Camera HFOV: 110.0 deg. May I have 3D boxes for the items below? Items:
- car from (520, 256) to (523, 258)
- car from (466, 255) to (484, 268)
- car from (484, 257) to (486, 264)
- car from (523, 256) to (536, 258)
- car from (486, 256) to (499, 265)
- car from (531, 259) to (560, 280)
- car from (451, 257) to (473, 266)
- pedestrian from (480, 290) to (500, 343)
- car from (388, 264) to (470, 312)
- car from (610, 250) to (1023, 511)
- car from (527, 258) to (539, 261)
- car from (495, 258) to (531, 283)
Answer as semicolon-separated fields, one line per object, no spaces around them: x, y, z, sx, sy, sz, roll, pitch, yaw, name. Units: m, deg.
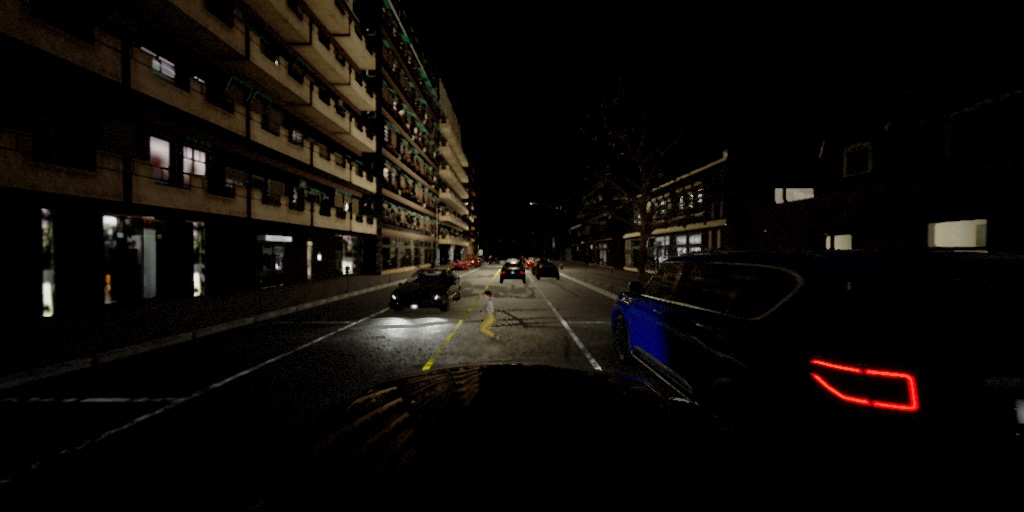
0.073;0.995;44.461;2.033;1.411;5.357;0;0;0;car
-5.688;0.723;50.648;2.192;1.841;5.009;0;0;0;car
-5.688;0.812;56.345;1.967;1.591;4.097;0;0;0;car
2.692;0.885;44.947;1.967;1.591;4.097;0;0;0;car
-3.002;0.848;62.171;1.837;1.490;4.892;0;0;0;car
2.691;1.140;27.859;1.802;1.307;4.207;0;0;0;car
-5.689;1.064;39.255;1.802;1.307;4.207;0;0;0;car
-0.472;1.276;7.966;0.375;1.300;0.375;0;1;0;pedestrian
-3.101;1.204;14.034;2.033;1.411;5.357;0;0;0;car
3.000;0.952;4.710;2.150;2.045;5.566;0;0;0;car
2.692;1.085;33.555;1.948;1.339;4.313;0;0;0;car
0.068;1.119;25.989;2.033;1.411;5.357;0;0;0;car
